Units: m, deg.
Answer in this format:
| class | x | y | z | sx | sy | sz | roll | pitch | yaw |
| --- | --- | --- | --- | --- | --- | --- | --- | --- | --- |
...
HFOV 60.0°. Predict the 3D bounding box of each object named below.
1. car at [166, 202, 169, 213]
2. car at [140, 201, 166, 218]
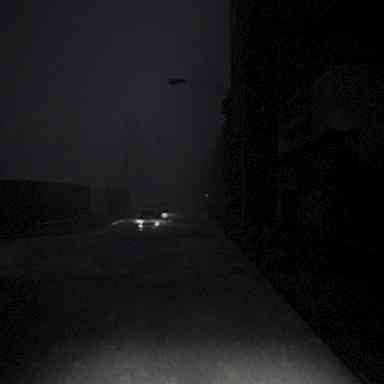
| class | x | y | z | sx | sy | sz | roll | pitch | yaw |
| --- | --- | --- | --- | --- | --- | --- | --- | --- | --- |
| car | -4.110 | 1.980 | 44.305 | 1.837 | 1.490 | 4.892 | 0 | -1 | 1 |
| car | -4.133 | 1.846 | 34.279 | 1.882 | 1.535 | 5.008 | 0 | -1 | 0 |
